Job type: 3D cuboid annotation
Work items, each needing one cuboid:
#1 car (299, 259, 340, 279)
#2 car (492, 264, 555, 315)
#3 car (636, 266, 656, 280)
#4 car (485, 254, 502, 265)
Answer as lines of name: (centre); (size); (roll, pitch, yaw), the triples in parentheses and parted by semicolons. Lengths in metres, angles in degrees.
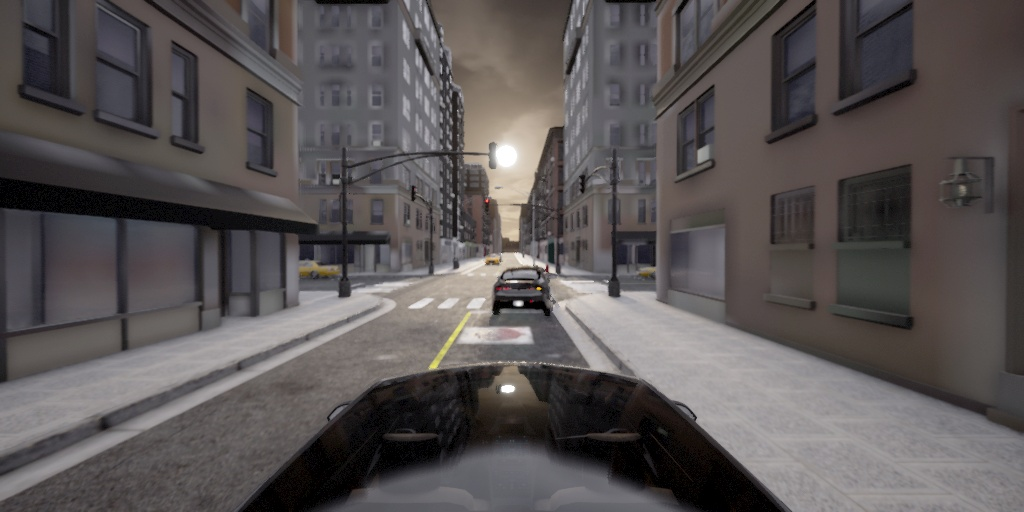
car: (-15.265, 0.931, 26.320); (4.829, 1.417, 1.751); (0, 0, 0)
car: (0.494, 1.098, 12.813); (1.837, 1.490, 4.892); (0, 1, 7)
car: (11.618, 0.957, 26.299); (4.829, 1.417, 1.751); (0, 0, 0)
car: (-2.859, 0.490, 52.990); (1.882, 1.535, 5.008); (0, 1, 0)
